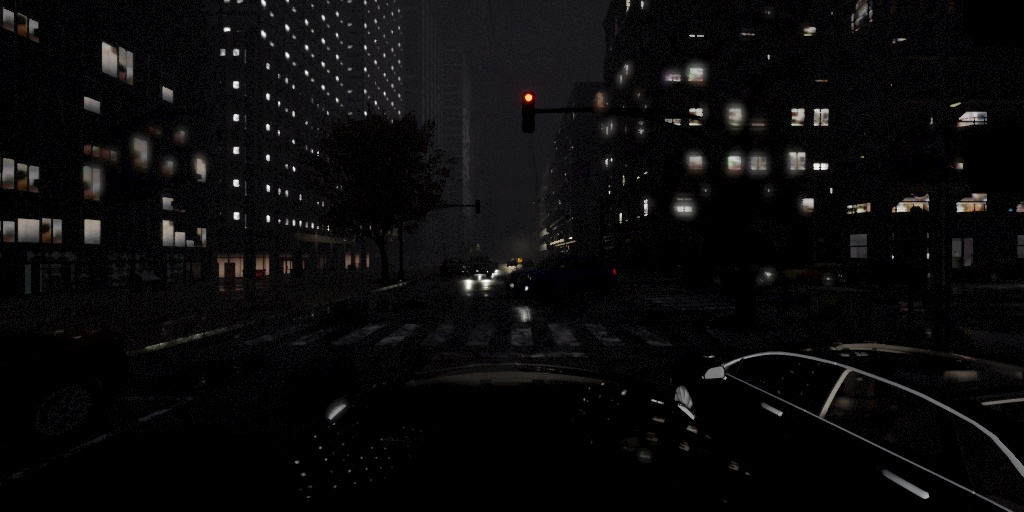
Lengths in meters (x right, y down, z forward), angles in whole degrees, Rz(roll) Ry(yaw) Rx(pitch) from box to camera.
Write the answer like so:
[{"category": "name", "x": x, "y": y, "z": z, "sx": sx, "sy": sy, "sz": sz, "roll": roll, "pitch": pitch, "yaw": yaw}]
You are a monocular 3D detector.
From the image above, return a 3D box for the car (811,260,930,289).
[{"category": "car", "x": 19.587, "y": 0.967, "z": 19.471, "sx": 4.892, "sy": 1.490, "sz": 1.837, "roll": 0, "pitch": 0, "yaw": 0}]

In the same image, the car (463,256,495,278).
[{"category": "car", "x": -3.084, "y": 0.986, "z": 34.609, "sx": 2.150, "sy": 2.045, "sz": 5.566, "roll": 0, "pitch": 0, "yaw": 0}]

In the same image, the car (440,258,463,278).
[{"category": "car", "x": -5.676, "y": 1.079, "z": 34.984, "sx": 2.192, "sy": 1.841, "sz": 5.009, "roll": 0, "pitch": 0, "yaw": 0}]

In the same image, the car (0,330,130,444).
[{"category": "car", "x": -5.692, "y": 1.295, "z": 2.597, "sx": 1.888, "sy": 1.381, "sz": 4.507, "roll": 0, "pitch": 0, "yaw": 0}]

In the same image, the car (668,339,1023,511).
[{"category": "car", "x": 2.689, "y": 1.300, "z": 2.592, "sx": 2.007, "sy": 1.370, "sz": 4.403, "roll": 0, "pitch": 0, "yaw": 0}]

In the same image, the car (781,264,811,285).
[{"category": "car", "x": 18.841, "y": 0.993, "z": 22.055, "sx": 4.829, "sy": 1.417, "sz": 1.751, "roll": 0, "pitch": 0, "yaw": -1}]

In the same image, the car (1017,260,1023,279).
[{"category": "car", "x": 31.690, "y": 0.786, "z": 19.583, "sx": 4.902, "sy": 1.511, "sz": 2.128, "roll": -1, "pitch": 0, "yaw": 0}]

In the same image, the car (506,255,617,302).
[{"category": "car", "x": 2.470, "y": 0.981, "z": 17.246, "sx": 5.566, "sy": 2.045, "sz": 2.150, "roll": 0, "pitch": -1, "yaw": -26}]

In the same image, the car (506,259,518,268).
[{"category": "car", "x": 0.029, "y": 1.285, "z": 64.303, "sx": 2.128, "sy": 1.511, "sz": 4.902, "roll": 0, "pitch": 0, "yaw": 0}]

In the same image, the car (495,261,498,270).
[{"category": "car", "x": -3.080, "y": 1.298, "z": 44.491, "sx": 1.812, "sy": 1.442, "sz": 4.674, "roll": 0, "pitch": 0, "yaw": 0}]

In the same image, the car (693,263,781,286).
[{"category": "car", "x": 13.444, "y": 1.095, "z": 22.003, "sx": 4.403, "sy": 1.370, "sz": 2.007, "roll": 0, "pitch": 0, "yaw": -1}]

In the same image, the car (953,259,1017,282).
[{"category": "car", "x": 30.146, "y": 0.859, "z": 22.164, "sx": 4.507, "sy": 1.381, "sz": 1.888, "roll": 0, "pitch": 0, "yaw": -1}]
